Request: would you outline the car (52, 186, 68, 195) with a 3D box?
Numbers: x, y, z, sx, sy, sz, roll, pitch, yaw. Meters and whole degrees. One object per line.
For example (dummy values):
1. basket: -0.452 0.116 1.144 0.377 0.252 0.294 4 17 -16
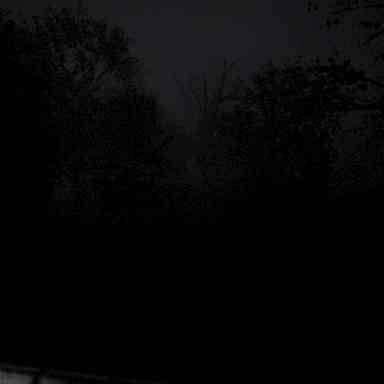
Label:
1. car: -34.527 -0.428 85.292 2.435 2.045 5.566 -1 3 29
